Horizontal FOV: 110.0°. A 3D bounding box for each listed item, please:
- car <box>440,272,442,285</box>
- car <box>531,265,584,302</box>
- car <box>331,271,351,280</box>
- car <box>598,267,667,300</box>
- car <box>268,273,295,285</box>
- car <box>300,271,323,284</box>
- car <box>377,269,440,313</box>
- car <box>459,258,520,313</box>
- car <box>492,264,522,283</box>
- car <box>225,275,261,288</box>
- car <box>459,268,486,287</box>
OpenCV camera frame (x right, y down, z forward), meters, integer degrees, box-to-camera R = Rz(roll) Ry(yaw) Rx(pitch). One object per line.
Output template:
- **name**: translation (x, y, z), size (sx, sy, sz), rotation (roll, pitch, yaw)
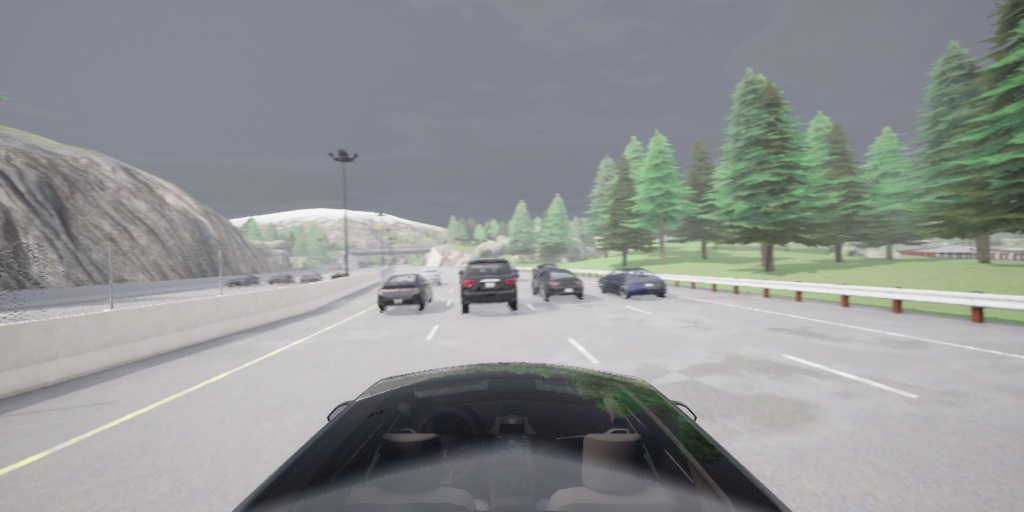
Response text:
- **car**: translation (-7.395, 1.866, 32.407), size (1.812, 1.442, 4.674), rotation (-2, -1, -12)
- **car**: translation (2.161, 1.354, 17.779), size (1.812, 1.442, 4.674), rotation (-2, -1, -7)
- **car**: translation (-21.704, 2.622, 45.726), size (1.895, 1.301, 4.718), rotation (-2, -1, -16)
- **car**: translation (5.711, 1.254, 17.542), size (1.994, 1.385, 4.181), rotation (-2, -1, -7)
- **car**: translation (-28.713, 2.843, 44.732), size (1.994, 1.385, 4.181), rotation (-2, -1, -16)
- **car**: translation (-25.206, 2.675, 45.204), size (1.812, 1.442, 4.674), rotation (-2, -1, -16)
- **car**: translation (-4.703, 1.567, 16.250), size (2.128, 1.511, 4.902), rotation (-2, 0, -7)
- **car**: translation (-1.069, 1.150, 15.391), size (2.150, 2.045, 5.566), rotation (-2, 0, -6)
- **car**: translation (-0.600, 1.576, 34.071), size (1.882, 1.535, 5.008), rotation (-2, -1, -12)
- **car**: translation (-31.656, 2.915, 42.395), size (2.033, 1.411, 5.357), rotation (-2, -1, -16)
- **car**: translation (-3.457, 1.773, 30.593), size (1.895, 1.301, 4.718), rotation (-2, -1, -11)
